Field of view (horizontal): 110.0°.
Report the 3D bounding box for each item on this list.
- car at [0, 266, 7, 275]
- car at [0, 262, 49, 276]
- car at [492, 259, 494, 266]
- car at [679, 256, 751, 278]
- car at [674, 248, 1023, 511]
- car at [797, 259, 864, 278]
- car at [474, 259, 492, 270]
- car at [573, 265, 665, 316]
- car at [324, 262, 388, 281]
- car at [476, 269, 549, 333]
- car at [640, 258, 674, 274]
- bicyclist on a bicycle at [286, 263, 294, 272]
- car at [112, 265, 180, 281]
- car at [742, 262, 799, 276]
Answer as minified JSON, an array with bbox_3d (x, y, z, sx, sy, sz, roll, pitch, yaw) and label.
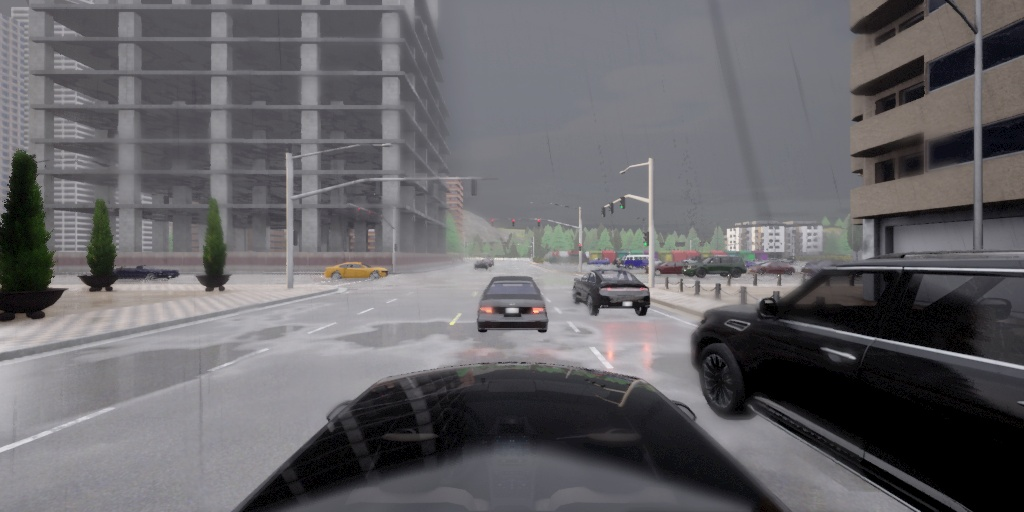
[{"bbox_3d":[-50.854,1.283,33.460,5.008,1.535,1.882,0,0,0],"label":"car"},{"bbox_3d":[-51.211,1.331,36.960,4.674,1.442,1.812,0,0,0],"label":"car"},{"bbox_3d":[-4.561,1.228,63.078,1.882,1.535,5.008,0,0,0],"label":"car"},{"bbox_3d":[19.211,1.027,34.118,5.566,2.045,2.150,0,0,0],"label":"car"},{"bbox_3d":[3.598,0.971,2.704,2.150,2.045,5.566,0,0,0],"label":"car"},{"bbox_3d":[30.289,1.157,34.210,4.553,1.767,2.097,0,0,0],"label":"car"},{"bbox_3d":[-4.457,1.351,52.911,1.895,1.301,4.718,0,0,-1],"label":"car"},{"bbox_3d":[3.489,1.242,13.325,2.128,1.511,4.902,0,0,-1],"label":"car"},{"bbox_3d":[-13.317,1.278,30.824,5.008,1.535,1.882,0,0,-10],"label":"car"},{"bbox_3d":[0.015,1.297,10.741,2.033,1.411,5.357,0,0,0],"label":"car"},{"bbox_3d":[16.492,1.283,37.594,5.008,1.535,1.882,0,0,0],"label":"car"},{"bbox_3d":[-25.993,1.106,42.007,0.582,1.620,1.656,0,0,0],"label":"bicyclist on a bicycle"},{"bbox_3d":[-30.833,1.406,29.982,4.718,1.301,1.895,0,0,0],"label":"car"},{"bbox_3d":[27.097,1.331,37.675,4.674,1.442,1.812,0,0,0],"label":"car"}]
